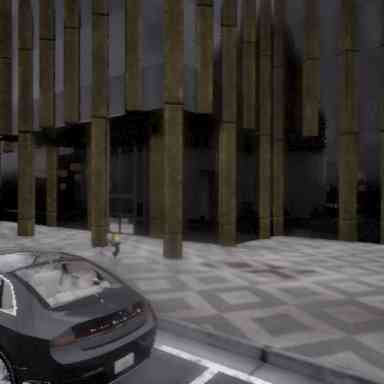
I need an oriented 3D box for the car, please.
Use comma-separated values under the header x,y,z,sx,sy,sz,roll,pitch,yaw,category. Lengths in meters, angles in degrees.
x,y,z,sx,sy,sz,roll,pitch,yaw,category
-2.483,1.535,4.733,4.403,1.369,2.008,0,0,35,car
